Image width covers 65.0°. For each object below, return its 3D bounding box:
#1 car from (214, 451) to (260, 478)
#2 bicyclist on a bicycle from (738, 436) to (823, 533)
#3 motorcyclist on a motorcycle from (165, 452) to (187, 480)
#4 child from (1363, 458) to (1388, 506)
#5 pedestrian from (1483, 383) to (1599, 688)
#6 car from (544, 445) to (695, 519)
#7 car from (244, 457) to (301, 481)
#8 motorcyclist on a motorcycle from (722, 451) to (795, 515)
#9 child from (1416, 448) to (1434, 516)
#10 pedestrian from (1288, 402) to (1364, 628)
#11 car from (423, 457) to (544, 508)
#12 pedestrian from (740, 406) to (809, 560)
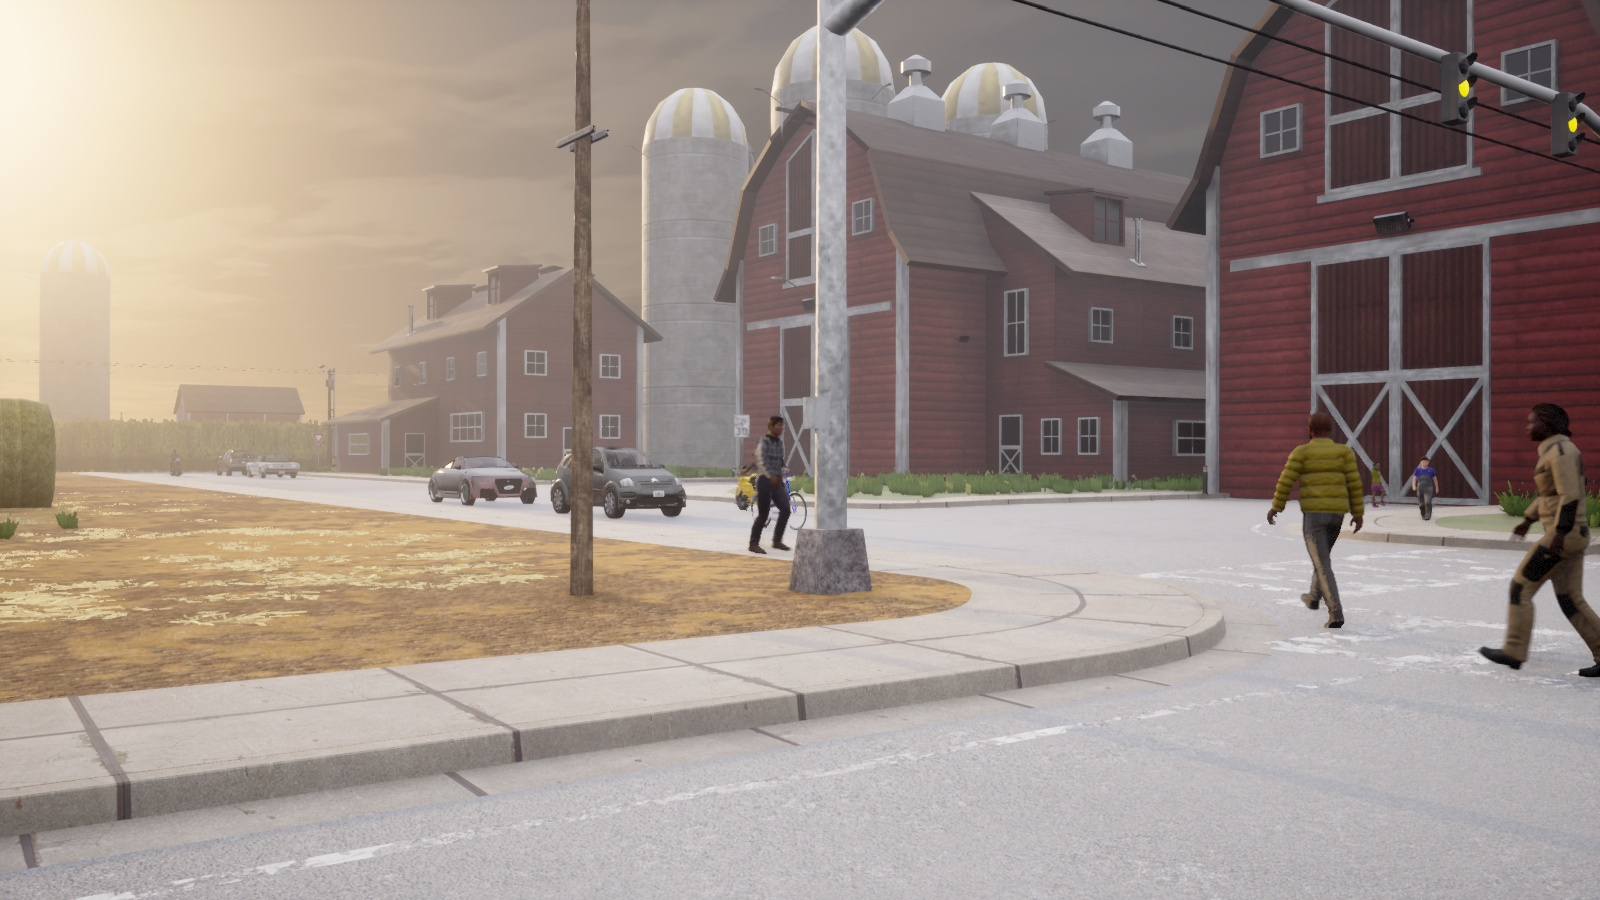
[{"bbox_3d":[-34.760,0.880,77.491,1.851,1.617,3.988,0,0,-36],"label":"car"},{"bbox_3d":[-0.399,0.641,24.027,0.659,1.776,1.843,-1,0,-36],"label":"bicyclist on a bicycle"},{"bbox_3d":[-37.233,0.931,74.927,0.766,1.649,2.350,0,0,-36],"label":"motorcyclist on a motorcycle"},{"bbox_3d":[14.045,0.787,30.665,0.299,1.160,0.473,0,0,-38],"label":"child"},{"bbox_3d":[4.937,0.540,8.294,0.692,1.930,0.396,0,0,37],"label":"pedestrian"},{"bbox_3d":[-4.279,0.697,29.392,1.851,1.617,3.988,0,0,-36],"label":"car"},{"bbox_3d":[-29.560,1.053,70.305,1.895,1.301,4.718,0,0,-36],"label":"car"},{"bbox_3d":[-1.045,0.778,30.893,0.797,1.523,2.044,0,0,-36],"label":"motorcyclist on a motorcycle"},{"bbox_3d":[11.794,0.603,23.683,0.270,1.263,0.437,0,0,31],"label":"child"},{"bbox_3d":[4.426,0.529,10.590,0.370,1.835,0.726,0,0,4],"label":"pedestrian"},{"bbox_3d":[-9.154,0.890,36.138,1.994,1.385,4.181,0,0,-36],"label":"car"},{"bbox_3d":[-0.332,0.421,16.270,0.788,1.949,0.423,0,0,35],"label":"pedestrian"}]
